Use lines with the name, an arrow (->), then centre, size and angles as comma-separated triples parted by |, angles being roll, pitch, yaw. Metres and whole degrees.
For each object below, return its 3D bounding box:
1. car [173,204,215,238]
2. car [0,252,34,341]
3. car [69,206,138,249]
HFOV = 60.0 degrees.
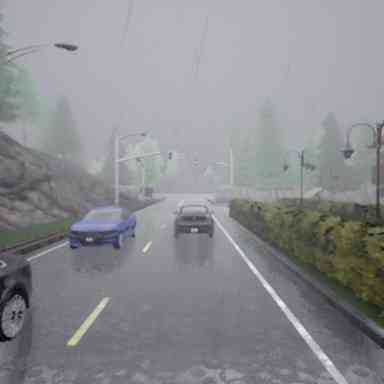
car -> 0.100, 1.379, 16.698 | 1.837, 1.490, 4.892 | 0, 0, 0
car -> -3.575, 1.464, 3.615 | 2.128, 1.511, 4.902 | 0, 0, 0
car -> -3.566, 1.372, 14.129 | 1.882, 1.535, 5.008 | 0, 0, 1
